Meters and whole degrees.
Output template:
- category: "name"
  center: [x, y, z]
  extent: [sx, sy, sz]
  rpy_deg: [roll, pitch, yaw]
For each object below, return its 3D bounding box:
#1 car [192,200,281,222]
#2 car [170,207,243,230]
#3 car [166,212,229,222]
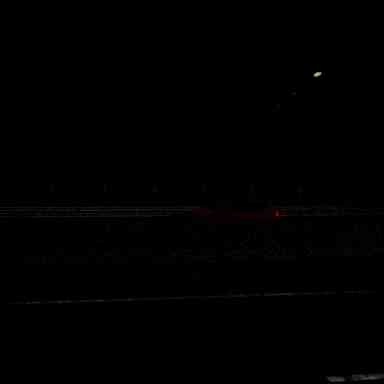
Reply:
- category: "car"
  center: [2.548, 1.507, 20.141]
  extent: [5.566, 2.045, 2.150]
  rpy_deg: [0, -1, -6]
- category: "car"
  center: [0.918, 1.823, 23.475]
  extent: [4.902, 1.511, 2.128]
  rpy_deg: [0, -1, -6]
- category: "car"
  center: [-0.852, 1.831, 16.235]
  extent: [4.718, 1.301, 1.895]
  rpy_deg: [0, -1, -6]
